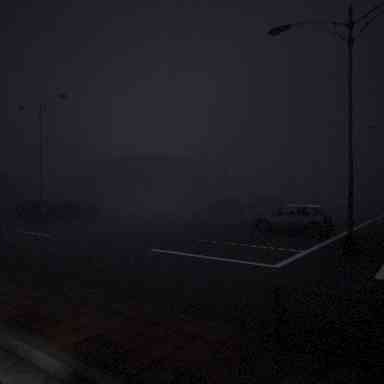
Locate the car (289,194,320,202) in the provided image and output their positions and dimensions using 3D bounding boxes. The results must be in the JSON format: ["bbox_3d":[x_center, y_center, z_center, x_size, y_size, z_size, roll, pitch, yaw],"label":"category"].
[{"bbox_3d":[17.049,1.095,50.731,4.605,1.855,1.932,0,0,36],"label":"car"}]

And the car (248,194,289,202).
[{"bbox_3d":[9.141,1.296,41.080,4.514,1.523,2.007,0,0,36],"label":"car"}]

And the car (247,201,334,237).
[{"bbox_3d":[5.048,1.381,16.862,3.806,1.475,1.970,0,0,36],"label":"car"}]

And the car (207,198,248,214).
[{"bbox_3d":[3.224,1.317,33.027,3.633,1.501,1.845,0,0,36],"label":"car"}]

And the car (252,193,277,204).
[{"bbox_3d":[12.624,1.075,58.019,3.866,1.878,1.905,0,0,36],"label":"car"}]

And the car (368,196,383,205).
[{"bbox_3d":[29.228,1.296,50.448,4.514,1.523,2.007,0,0,36],"label":"car"}]

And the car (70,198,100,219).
[{"bbox_3d":[-9.953,1.328,27.969,5.027,1.636,2.152,0,0,36],"label":"car"}]

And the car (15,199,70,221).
[{"bbox_3d":[-11.758,1.337,25.403,4.514,1.523,2.007,0,0,36],"label":"car"}]

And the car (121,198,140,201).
[{"bbox_3d":[-14.539,1.479,78.478,2.242,1.667,4.611,0,0,36],"label":"car"}]
